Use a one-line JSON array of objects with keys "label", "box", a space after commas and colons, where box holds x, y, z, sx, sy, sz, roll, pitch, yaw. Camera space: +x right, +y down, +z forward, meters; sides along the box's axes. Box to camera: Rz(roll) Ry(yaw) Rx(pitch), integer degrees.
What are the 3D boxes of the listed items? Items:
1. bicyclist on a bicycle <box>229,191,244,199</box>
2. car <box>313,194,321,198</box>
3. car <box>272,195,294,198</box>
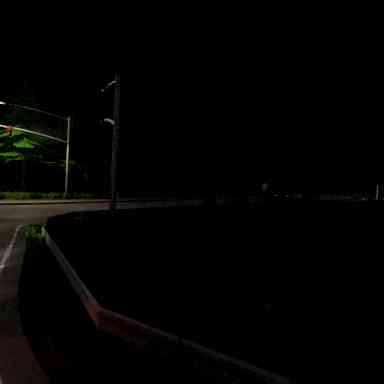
[{"label": "bicyclist on a bicycle", "box": [4.423, 0.694, 31.885, 1.656, 1.620, 0.582, 41, 23, 28]}, {"label": "car", "box": [21.982, 0.693, 60.340, 1.837, 1.490, 4.892, 5, 3, 37]}, {"label": "car", "box": [13.589, 0.713, 49.347, 2.128, 1.511, 4.902, 5, 3, 38]}]
